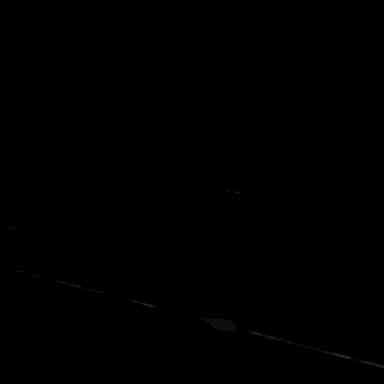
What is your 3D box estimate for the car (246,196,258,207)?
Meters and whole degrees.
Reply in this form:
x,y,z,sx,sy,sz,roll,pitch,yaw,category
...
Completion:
x,y,z,sx,sy,sz,roll,pitch,yaw,category
8.415,1.328,48.459,2.128,1.511,4.902,0,0,35,car
